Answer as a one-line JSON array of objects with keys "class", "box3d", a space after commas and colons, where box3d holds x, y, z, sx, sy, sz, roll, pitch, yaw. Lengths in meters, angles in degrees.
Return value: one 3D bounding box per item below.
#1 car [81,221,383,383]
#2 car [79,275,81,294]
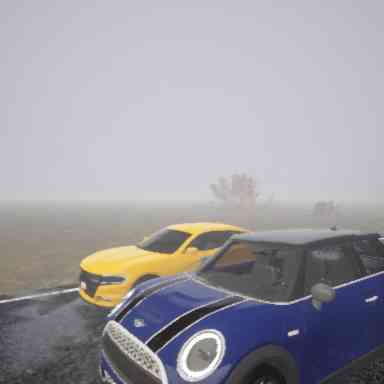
[{"class": "car", "box3d": [1.143, 1.354, 4.502, 4.553, 1.767, 2.097, 0, 0, -36]}, {"class": "car", "box3d": [0.005, 1.478, 7.684, 5.008, 1.535, 1.882, 0, 0, -36]}]
